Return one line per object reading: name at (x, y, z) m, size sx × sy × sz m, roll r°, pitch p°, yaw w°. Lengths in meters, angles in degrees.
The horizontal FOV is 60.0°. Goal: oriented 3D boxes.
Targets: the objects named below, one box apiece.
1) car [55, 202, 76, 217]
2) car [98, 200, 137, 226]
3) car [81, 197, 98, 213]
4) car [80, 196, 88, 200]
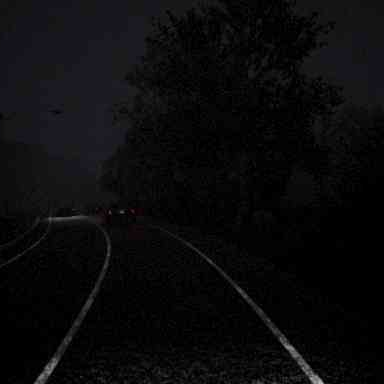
car at (-13.924, 1.841, 36.689) m, size 1.882 × 1.535 × 5.008 m, roll -2°, pitch 0°, yaw -22°
car at (-5.624, 1.452, 25.191) m, size 2.097 × 1.767 × 4.553 m, roll -2°, pitch 0°, yaw -20°
car at (-12.192, 1.759, 41.493) m, size 2.128 × 1.511 × 4.902 m, roll -2°, pitch 0°, yaw -21°
car at (-24.369, 1.647, 76.560) m, size 1.812 × 1.442 × 4.674 m, roll -1°, pitch 0°, yaw -5°
